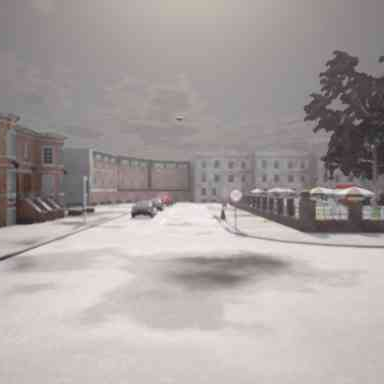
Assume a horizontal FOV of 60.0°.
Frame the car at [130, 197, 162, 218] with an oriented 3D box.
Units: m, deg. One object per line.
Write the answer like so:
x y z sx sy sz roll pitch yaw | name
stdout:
-4.117 1.452 29.377 2.033 1.411 5.357 0 0 -1 | car

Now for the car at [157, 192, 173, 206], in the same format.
-4.170 1.064 48.923 2.150 2.045 5.566 0 0 5 | car

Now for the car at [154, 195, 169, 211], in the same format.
-4.153 1.424 38.210 2.033 1.411 5.357 0 0 -1 | car
